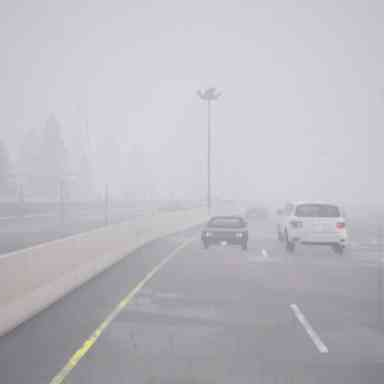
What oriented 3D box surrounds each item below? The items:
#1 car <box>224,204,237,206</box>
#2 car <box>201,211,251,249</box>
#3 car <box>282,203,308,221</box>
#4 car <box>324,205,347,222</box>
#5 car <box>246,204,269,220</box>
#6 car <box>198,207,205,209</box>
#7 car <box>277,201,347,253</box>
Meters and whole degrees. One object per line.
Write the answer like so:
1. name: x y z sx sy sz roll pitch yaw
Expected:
1. car: 4.644 1.865 46.027 2.097 1.767 4.553 0 -1 28
2. car: 1.670 1.775 15.512 1.895 1.301 4.718 0 -1 10
3. car: 10.045 1.870 32.212 2.128 1.511 4.902 0 -1 21
4. car: 13.532 1.982 31.625 1.895 1.301 4.718 0 -1 21
5. car: 6.431 1.898 32.573 1.812 1.442 4.674 0 -1 20
6. car: 2.062 1.759 48.682 2.150 2.045 5.566 0 -1 28
7. car: 5.086 1.396 14.725 2.150 2.045 5.566 0 -1 10
